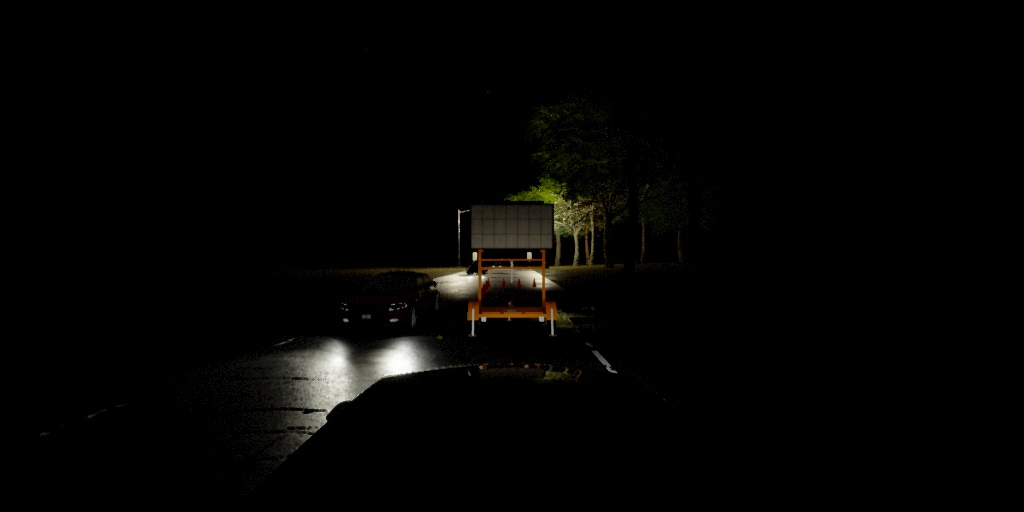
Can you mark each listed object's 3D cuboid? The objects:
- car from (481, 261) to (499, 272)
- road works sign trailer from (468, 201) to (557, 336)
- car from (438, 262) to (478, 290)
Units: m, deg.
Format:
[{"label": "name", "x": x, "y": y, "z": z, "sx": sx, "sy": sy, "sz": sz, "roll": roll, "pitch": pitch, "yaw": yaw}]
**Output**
[{"label": "car", "x": -3.684, "y": 1.458, "z": 58.399, "sx": 2.033, "sy": 1.411, "sz": 5.357, "roll": 0, "pitch": 0, "yaw": 1}, {"label": "road works sign trailer", "x": -0.008, "y": 0.222, "z": 10.379, "sx": 2.380, "sy": 3.560, "sz": 2.880, "roll": 0, "pitch": 0, "yaw": -1}, {"label": "car", "x": -3.657, "y": 1.258, "z": 25.518, "sx": 1.882, "sy": 1.535, "sz": 5.008, "roll": 0, "pitch": 0, "yaw": 0}]
